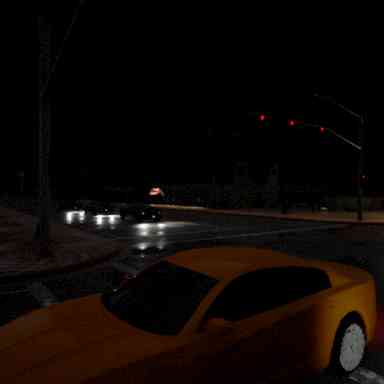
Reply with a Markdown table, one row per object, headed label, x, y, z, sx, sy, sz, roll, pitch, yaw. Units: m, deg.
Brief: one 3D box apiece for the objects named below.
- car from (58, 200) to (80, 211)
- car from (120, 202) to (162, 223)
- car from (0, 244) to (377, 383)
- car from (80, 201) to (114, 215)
| label | x | y | z | sx | sy | sz | roll | pitch | yaw |
| --- | --- | --- | --- | --- | --- | --- | --- | --- | --- |
| car | -15.203 | 1.593 | 41.621 | 1.895 | 1.301 | 4.718 | 0 | 0 | -35 |
| car | -4.143 | 1.518 | 26.089 | 1.812 | 1.442 | 4.674 | 0 | 0 | -36 |
| car | 0.251 | 1.476 | 4.011 | 5.008 | 1.535 | 1.882 | 0 | 0 | -35 |
| car | -9.369 | 1.556 | 33.409 | 1.994 | 1.385 | 4.181 | 0 | 0 | -35 |
